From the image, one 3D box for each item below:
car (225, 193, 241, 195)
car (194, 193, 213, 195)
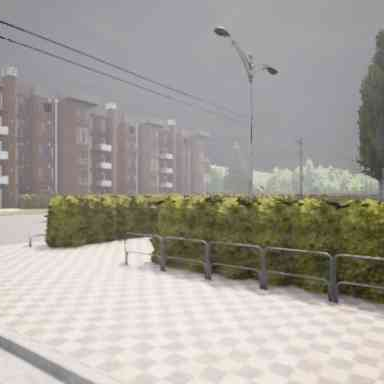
[{"bbox_3d":[6.087,1.219,47.979,2.150,2.045,5.566,0,0,36],"label":"car"},{"bbox_3d":[2.222,1.218,48.634,2.150,2.045,5.566,0,0,36],"label":"car"}]
